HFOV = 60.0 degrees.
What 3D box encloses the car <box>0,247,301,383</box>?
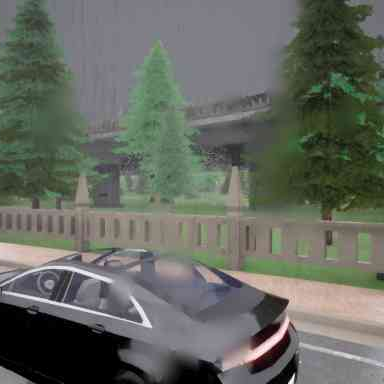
[{"bbox_3d":[-1.183,1.492,4.242,4.902,1.511,2.128,0,0,33],"label":"car"}]
